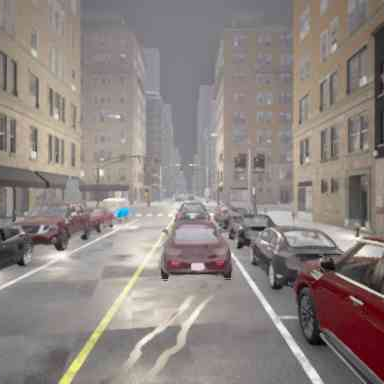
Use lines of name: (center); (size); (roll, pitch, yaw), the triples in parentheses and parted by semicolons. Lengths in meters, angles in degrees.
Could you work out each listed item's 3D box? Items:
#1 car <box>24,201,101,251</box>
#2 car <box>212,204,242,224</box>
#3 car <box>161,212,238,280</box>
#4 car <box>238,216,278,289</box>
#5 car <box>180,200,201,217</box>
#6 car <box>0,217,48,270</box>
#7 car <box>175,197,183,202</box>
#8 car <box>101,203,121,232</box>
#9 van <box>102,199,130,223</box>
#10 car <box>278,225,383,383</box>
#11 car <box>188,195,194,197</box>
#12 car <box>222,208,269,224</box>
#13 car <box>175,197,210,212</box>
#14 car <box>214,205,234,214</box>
car: (-5.888, 1.349, 14.526); (2.192, 1.841, 5.009); (0, 0, 0)
car: (2.609, 1.639, 25.721); (1.802, 1.307, 4.206); (0, 0, 0)
car: (0.076, 1.549, 9.930); (1.812, 1.442, 4.674); (0, 0, -1)
car: (2.649, 1.571, 8.966); (2.008, 1.369, 4.403); (0, 0, 0)
car: (-0.249, 1.593, 32.759); (1.812, 1.442, 4.674); (0, 0, -4)
car: (-5.876, 1.588, 8.940); (1.947, 1.339, 4.313); (0, 0, 0)
car: (-3.069, 1.785, 80.801); (1.895, 1.301, 4.718); (0, 0, 0)
car: (-5.903, 1.591, 20.112); (1.887, 1.381, 4.507); (0, 0, 0)
van: (-5.916, 1.400, 25.698); (1.690, 1.788, 3.998); (0, 0, 0)
car: (2.664, 1.322, 3.381); (2.192, 1.841, 5.009); (0, 0, 0)
car: (-0.150, 1.711, 91.334); (1.837, 1.490, 4.892); (0, 0, 0)
car: (2.636, 1.598, 14.550); (1.947, 1.339, 4.313); (0, 0, 0)
car: (0.046, 1.398, 20.800); (2.097, 1.767, 4.553); (0, 0, 0)
car: (2.623, 1.610, 20.136); (1.947, 1.339, 4.313); (0, 0, 0)
